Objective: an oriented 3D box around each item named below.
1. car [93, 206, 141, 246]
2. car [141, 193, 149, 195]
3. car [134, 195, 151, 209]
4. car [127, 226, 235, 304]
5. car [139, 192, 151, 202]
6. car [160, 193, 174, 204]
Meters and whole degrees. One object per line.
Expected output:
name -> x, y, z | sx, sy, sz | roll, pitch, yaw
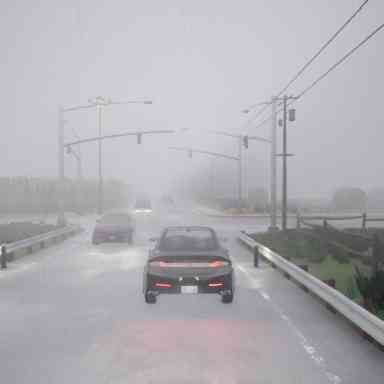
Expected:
car -> -3.927, 1.804, 17.694 | 1.882, 1.535, 5.008 | 1, 0, -7
car -> -7.389, 1.276, 51.495 | 1.812, 1.442, 4.674 | 0, 1, -7
car -> -6.324, 1.468, 42.897 | 1.994, 1.385, 4.181 | 0, 1, -7
car -> -0.091, 1.612, 8.420 | 2.128, 1.511, 4.902 | 0, -2, -1
car -> -8.641, 0.923, 61.534 | 2.097, 1.767, 4.553 | 0, 1, -7
car -> -4.320, 1.011, 56.631 | 2.097, 1.767, 4.553 | 0, 1, -7
